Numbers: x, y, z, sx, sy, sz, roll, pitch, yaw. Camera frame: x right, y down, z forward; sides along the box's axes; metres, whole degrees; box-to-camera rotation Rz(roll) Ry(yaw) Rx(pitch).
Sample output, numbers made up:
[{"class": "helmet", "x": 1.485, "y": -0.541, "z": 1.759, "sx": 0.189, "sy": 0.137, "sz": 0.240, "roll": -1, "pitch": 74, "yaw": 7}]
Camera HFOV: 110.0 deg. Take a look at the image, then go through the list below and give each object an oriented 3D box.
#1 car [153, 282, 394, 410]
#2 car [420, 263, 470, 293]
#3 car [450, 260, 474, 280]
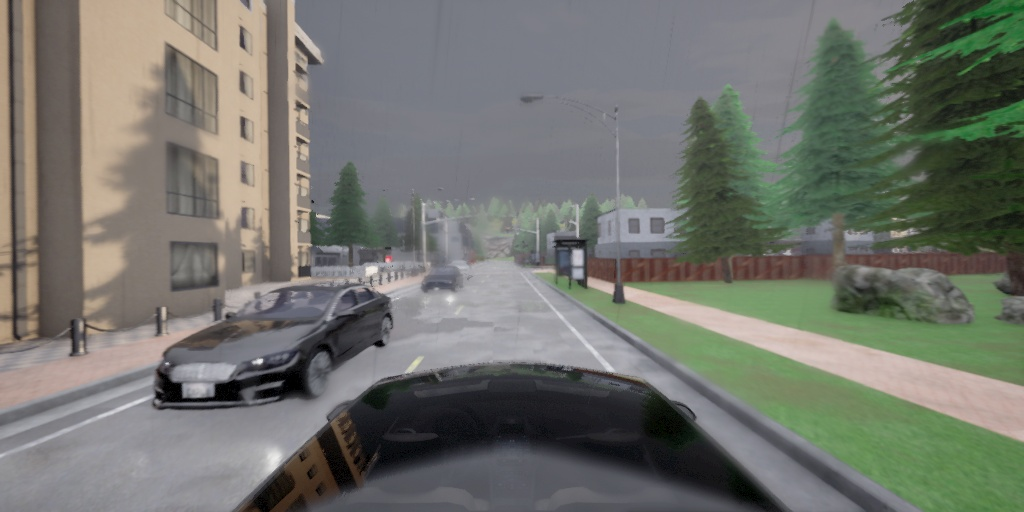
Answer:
[{"class": "car", "x": -3.658, "y": 1.281, "z": 6.576, "sx": 2.128, "sy": 1.511, "sz": 4.902, "roll": -1, "pitch": 0, "yaw": -1}, {"class": "car", "x": -3.940, "y": 1.324, "z": 21.176, "sx": 2.033, "sy": 1.411, "sz": 5.357, "roll": -1, "pitch": 0, "yaw": -1}, {"class": "car", "x": -3.977, "y": 1.013, "z": 27.229, "sx": 1.812, "sy": 1.442, "sz": 4.674, "roll": -1, "pitch": 0, "yaw": -1}]
